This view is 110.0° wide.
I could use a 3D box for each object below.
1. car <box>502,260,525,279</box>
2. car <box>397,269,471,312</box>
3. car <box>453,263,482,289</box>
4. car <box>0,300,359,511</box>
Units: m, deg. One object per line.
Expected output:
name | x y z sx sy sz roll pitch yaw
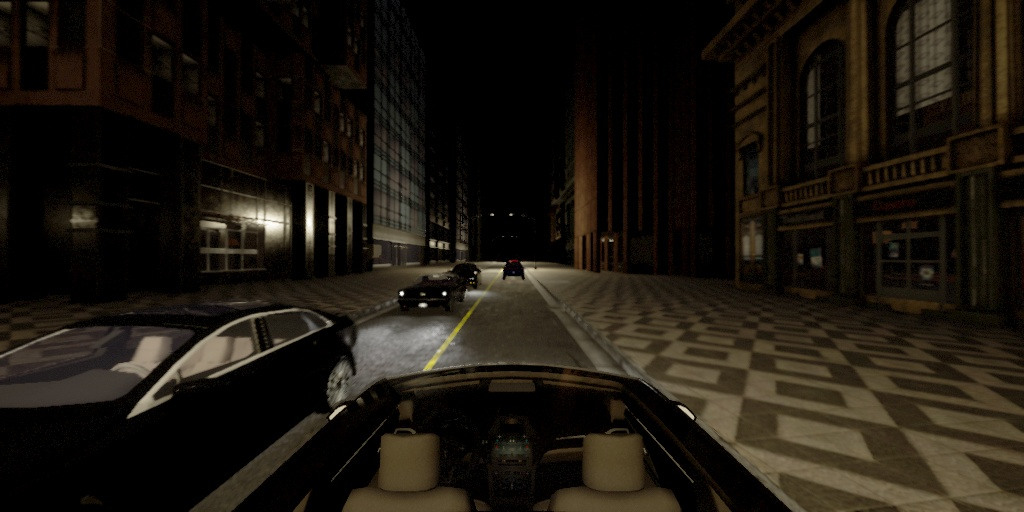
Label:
car | 0.144 1.234 32.491 1.882 1.535 5.008 0 0 0
car | -2.987 1.349 14.249 1.895 1.301 4.718 0 0 0
car | -3.016 1.255 23.412 1.837 1.490 4.892 0 0 0
car | -3.100 1.238 3.217 2.128 1.511 4.902 0 0 0
